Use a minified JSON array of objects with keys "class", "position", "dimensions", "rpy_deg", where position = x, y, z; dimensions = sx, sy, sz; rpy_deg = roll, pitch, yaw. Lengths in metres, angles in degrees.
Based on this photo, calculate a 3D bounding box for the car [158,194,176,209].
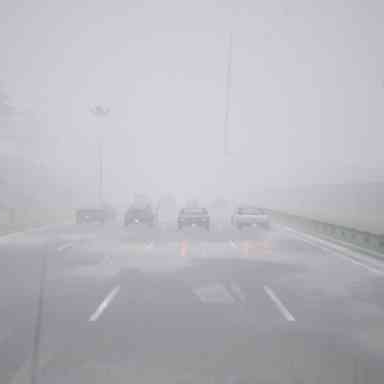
[{"class":"car","position":[-3.431,1.240,45.315],"dimensions":[2.150,2.045,5.566],"rpy_deg":[0,0,0]}]

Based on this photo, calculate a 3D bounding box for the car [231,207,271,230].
[{"class":"car","position":[3.599,1.608,21.333],"dimensions":[1.895,1.301,4.718],"rpy_deg":[0,0,0]}]

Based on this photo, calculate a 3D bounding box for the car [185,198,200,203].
[{"class":"car","position":[0.066,1.523,44.754],"dimensions":[1.837,1.490,4.892],"rpy_deg":[0,1,0]}]

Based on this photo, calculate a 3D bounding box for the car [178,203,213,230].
[{"class":"car","position":[0.099,1.608,21.324],"dimensions":[1.895,1.301,4.718],"rpy_deg":[0,0,0]}]

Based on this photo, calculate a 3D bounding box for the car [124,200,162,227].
[{"class":"car","position":[-3.403,1.513,22.867],"dimensions":[1.837,1.490,4.892],"rpy_deg":[0,0,0]}]

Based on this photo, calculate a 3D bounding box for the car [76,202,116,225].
[{"class":"car","position":[-6.901,1.486,24.415],"dimensions":[1.882,1.535,5.008],"rpy_deg":[0,0,0]}]

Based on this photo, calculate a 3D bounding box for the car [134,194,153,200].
[{"class":"car","position":[-6.919,1.240,47.295],"dimensions":[2.150,2.045,5.566],"rpy_deg":[0,0,0]}]

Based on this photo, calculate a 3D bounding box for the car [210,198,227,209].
[{"class":"car","position":[3.566,1.523,44.709],"dimensions":[1.837,1.490,4.892],"rpy_deg":[0,1,0]}]
